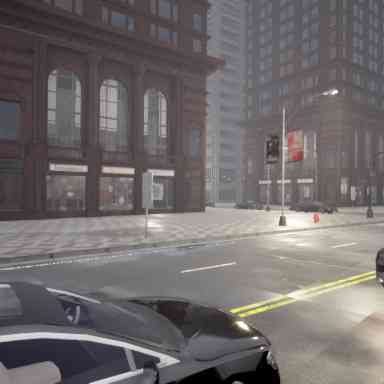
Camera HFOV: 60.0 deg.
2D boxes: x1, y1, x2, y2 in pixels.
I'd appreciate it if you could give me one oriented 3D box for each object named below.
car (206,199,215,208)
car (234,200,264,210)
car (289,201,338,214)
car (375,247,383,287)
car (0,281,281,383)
[{"bbox_3d":[1.680,1.745,53.774,1.882,1.535,5.008,1,-1,-35],"label":"car"},{"bbox_3d":[7.710,1.784,45.283,1.994,1.385,4.181,1,-1,-35],"label":"car"},{"bbox_3d":[13.467,1.722,37.182,2.033,1.411,5.357,1,-1,-35],"label":"car"},{"bbox_3d":[6.218,1.515,7.868,4.892,1.490,1.837,0,0,-35],"label":"car"},{"bbox_3d":[-1.396,1.492,2.443,4.902,1.511,2.128,0,0,-36],"label":"car"}]
